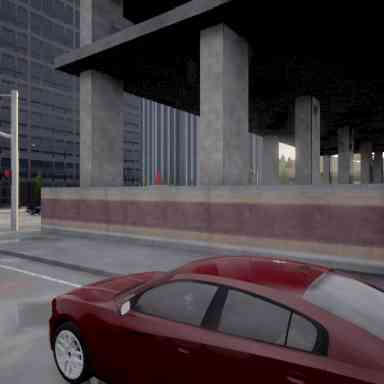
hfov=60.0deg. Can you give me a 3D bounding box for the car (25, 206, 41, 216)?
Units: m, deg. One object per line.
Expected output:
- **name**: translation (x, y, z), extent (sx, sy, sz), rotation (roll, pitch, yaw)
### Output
- **car**: translation (-14.147, 1.656, 33.551), extent (1.895, 1.301, 4.718), rotation (0, 0, 36)

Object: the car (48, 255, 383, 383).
- **car**: translation (0.405, 1.478, 3.700), extent (5.008, 1.535, 1.882), rotation (0, 0, 35)
